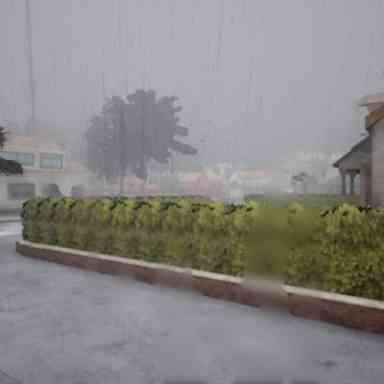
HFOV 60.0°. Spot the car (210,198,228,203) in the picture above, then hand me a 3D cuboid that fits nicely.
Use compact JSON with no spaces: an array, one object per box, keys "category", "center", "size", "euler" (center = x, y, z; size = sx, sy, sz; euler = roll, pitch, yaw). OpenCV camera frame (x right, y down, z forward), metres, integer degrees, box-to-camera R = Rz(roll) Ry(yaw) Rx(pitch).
[{"category":"car","center":[2.854,1.495,43.345],"size":[2.033,1.411,5.357],"euler":[0,0,36]}]
